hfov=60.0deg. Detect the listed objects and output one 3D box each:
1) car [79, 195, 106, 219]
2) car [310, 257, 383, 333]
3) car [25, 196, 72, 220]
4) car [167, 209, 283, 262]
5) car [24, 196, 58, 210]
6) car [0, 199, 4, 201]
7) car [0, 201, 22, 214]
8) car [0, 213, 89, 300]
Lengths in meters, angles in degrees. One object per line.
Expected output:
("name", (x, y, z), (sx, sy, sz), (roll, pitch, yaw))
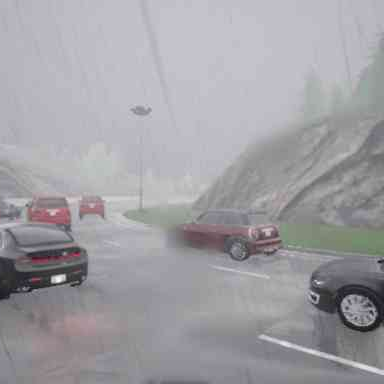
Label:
("car", (-9.149, 1.329, 30.511), (2.150, 2.045, 5.566), (0, 0, -16))
("car", (4.457, 1.569, 5.334), (4.892, 1.490, 1.837), (0, 0, 35))
("car", (-8.836, 1.276, 20.420), (2.150, 2.045, 5.566), (0, 0, -29))
("car", (1.088, 1.433, 12.833), (4.553, 1.767, 2.097), (0, -1, 45))
("car", (-21.032, 1.465, 46.553), (2.097, 1.767, 4.553), (0, 0, 9))
("car", (-20.568, 1.268, 33.423), (2.150, 2.045, 5.566), (0, 0, -8))
("car", (-15.546, 1.649, 27.738), (1.895, 1.301, 4.718), (0, 0, -17))
("car", (-4.413, 1.525, 8.536), (1.837, 1.490, 4.892), (0, 0, -44))
